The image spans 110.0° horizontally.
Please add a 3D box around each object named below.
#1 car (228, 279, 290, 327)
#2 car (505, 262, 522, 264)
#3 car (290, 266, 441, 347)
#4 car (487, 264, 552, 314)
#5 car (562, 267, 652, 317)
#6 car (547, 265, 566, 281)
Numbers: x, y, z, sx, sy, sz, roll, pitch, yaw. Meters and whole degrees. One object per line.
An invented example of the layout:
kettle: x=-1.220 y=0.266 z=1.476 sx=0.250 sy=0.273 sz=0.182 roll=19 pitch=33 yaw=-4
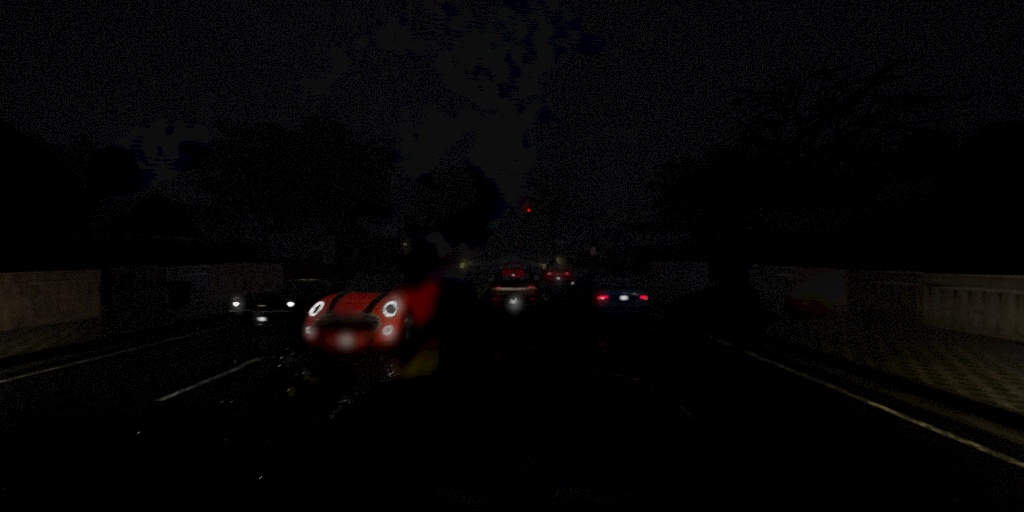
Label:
car: x=-6.544 y=1.349 z=11.605 sx=1.895 sy=1.301 sz=4.718 roll=0 pitch=0 yaw=0
car: x=0.101 y=1.222 z=27.734 sx=1.882 sy=1.535 sz=5.008 roll=0 pitch=0 yaw=0
car: x=-3.309 y=1.100 z=9.418 sx=2.097 sy=1.767 sz=4.553 roll=0 pitch=0 yaw=0
car: x=0.101 y=1.241 z=13.641 sx=2.128 sy=1.511 sz=4.902 roll=0 pitch=0 yaw=0
car: x=3.349 y=1.296 z=13.209 sx=2.033 sy=1.411 sz=5.357 roll=0 pitch=0 yaw=0
car: x=3.337 y=1.346 z=27.472 sx=1.895 sy=1.301 sz=4.718 roll=0 pitch=0 yaw=0
